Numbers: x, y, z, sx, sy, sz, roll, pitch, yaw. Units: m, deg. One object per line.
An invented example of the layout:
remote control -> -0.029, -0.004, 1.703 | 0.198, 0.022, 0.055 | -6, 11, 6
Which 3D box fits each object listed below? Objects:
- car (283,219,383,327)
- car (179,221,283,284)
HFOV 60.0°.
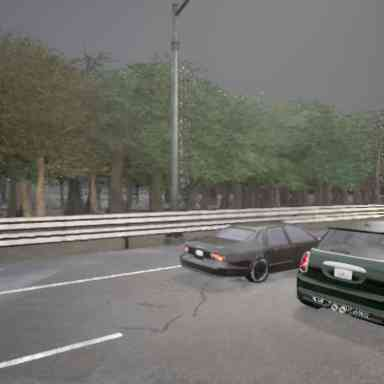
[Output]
car -> 4.215, 1.360, 6.637 | 4.553, 1.767, 2.097 | 0, 0, -35
car -> 2.256, 1.548, 9.577 | 5.357, 1.411, 2.033 | 0, 0, -34
